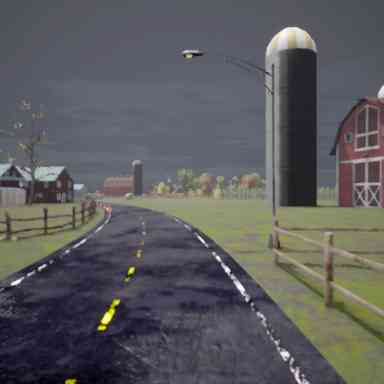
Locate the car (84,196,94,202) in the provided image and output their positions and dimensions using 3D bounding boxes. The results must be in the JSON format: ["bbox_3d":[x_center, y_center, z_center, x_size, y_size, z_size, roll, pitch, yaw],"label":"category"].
[{"bbox_3d":[-24.449,1.727,78.910,1.882,1.535,5.008,0,0,-26],"label":"car"}]

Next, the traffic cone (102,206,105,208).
[{"bbox_3d":[-13.064,2.083,50.107,0.340,0.580,0.340,0,0,-20],"label":"traffic cone"}]

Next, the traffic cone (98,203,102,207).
[{"bbox_3d":[-14.860,2.101,54.684,0.340,0.580,0.340,0,0,-22],"label":"traffic cone"}]

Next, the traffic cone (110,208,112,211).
[{"bbox_3d":[-9.939,2.049,40.785,0.340,0.580,0.340,0,0,-17],"label":"traffic cone"}]

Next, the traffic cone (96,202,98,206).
[{"bbox_3d":[-16.808,2.120,59.198,0.340,0.580,0.340,0,0,-24],"label":"traffic cone"}]
